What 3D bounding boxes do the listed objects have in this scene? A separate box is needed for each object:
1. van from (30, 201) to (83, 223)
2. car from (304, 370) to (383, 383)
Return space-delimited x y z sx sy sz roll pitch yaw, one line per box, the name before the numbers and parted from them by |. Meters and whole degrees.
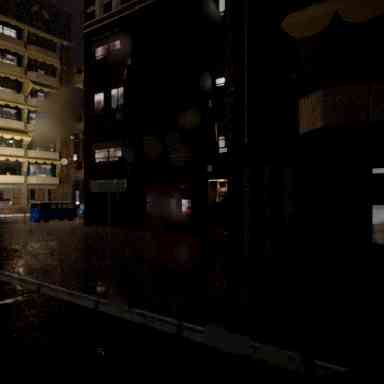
van | -11.897 1.705 28.812 1.690 1.788 3.998 -1 -2 35
car | 2.403 1.551 1.163 4.403 1.369 2.008 0 0 35
